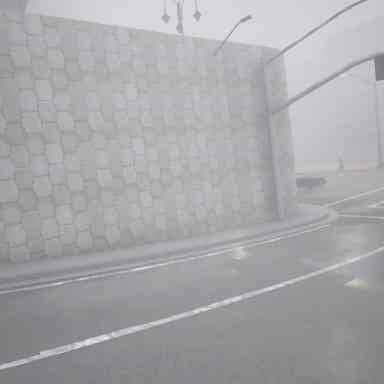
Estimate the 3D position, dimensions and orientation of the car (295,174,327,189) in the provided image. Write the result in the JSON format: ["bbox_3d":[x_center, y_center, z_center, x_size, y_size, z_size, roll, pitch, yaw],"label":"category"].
[{"bbox_3d":[10.009,-1.021,30.968,1.895,1.301,4.718,-11,6,-35],"label":"car"}]

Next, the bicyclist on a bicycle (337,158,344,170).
[{"bbox_3d":[20.055,-3.831,44.893,1.656,1.620,0.582,-11,6,-35],"label":"bicyclist on a bicycle"}]
